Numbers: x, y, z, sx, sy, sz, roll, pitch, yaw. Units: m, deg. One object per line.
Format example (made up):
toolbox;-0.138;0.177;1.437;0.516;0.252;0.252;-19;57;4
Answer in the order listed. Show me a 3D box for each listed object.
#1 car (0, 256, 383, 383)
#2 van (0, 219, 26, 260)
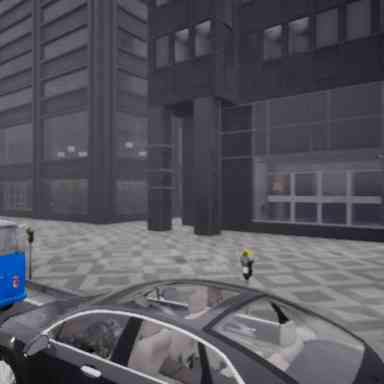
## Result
car;-0.290;1.550;3.168;4.403;1.369;2.008;0;0;35
van;-4.879;1.340;6.440;3.998;1.788;1.690;0;0;35
